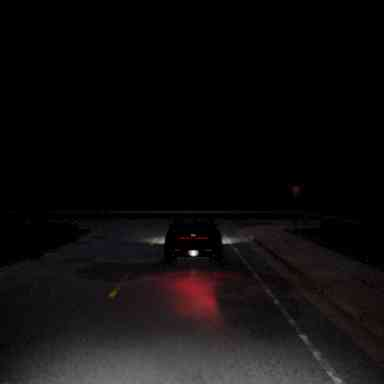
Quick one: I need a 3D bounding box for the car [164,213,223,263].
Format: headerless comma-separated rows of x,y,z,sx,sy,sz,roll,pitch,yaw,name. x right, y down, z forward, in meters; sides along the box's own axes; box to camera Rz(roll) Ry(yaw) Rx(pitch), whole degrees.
0.055,1.541,12.146,1.837,1.490,4.892,0,0,0,car
